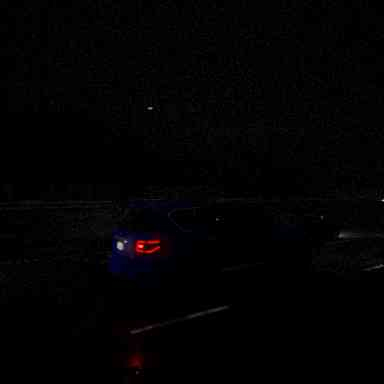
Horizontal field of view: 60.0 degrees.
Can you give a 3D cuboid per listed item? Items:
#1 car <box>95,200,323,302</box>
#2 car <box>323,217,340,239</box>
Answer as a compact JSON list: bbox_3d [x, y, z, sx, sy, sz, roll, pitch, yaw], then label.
[{"bbox_3d":[0.689,1.226,8.523,5.566,2.045,2.150,0,0,-35],"label":"car"},{"bbox_3d":[5.272,1.573,16.107,4.181,1.385,1.994,0,0,-36],"label":"car"}]
